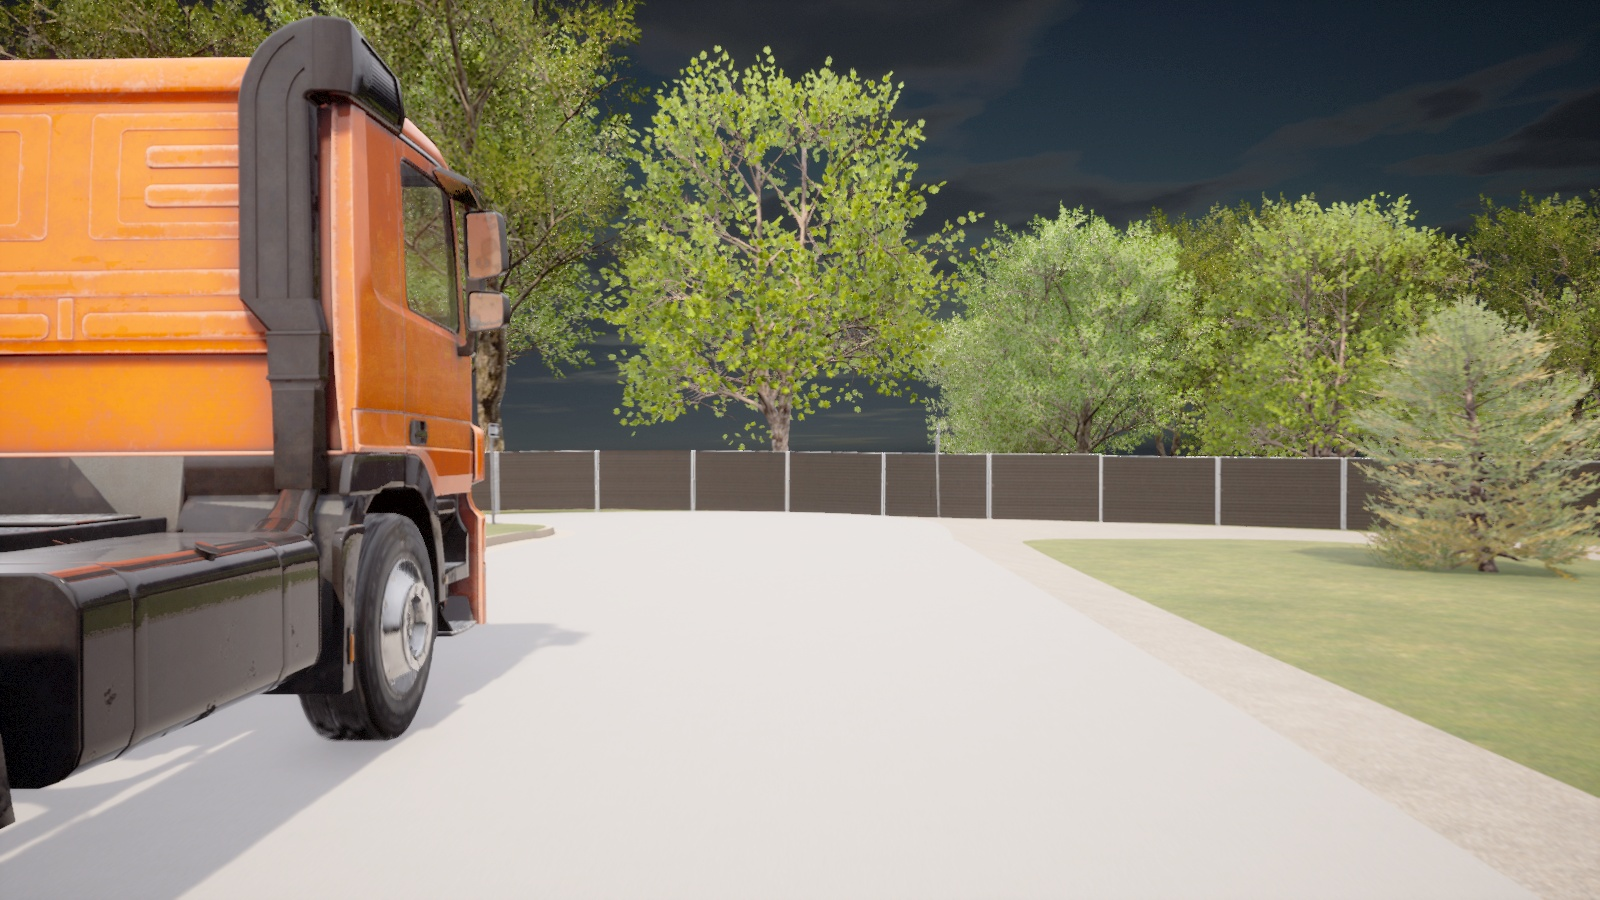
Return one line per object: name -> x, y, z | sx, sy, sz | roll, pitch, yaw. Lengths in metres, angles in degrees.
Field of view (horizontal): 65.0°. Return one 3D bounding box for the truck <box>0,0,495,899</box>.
truck -> -3.463, -0.244, 4.110 | 2.891, 3.462, 7.936 | 0, 0, 1
